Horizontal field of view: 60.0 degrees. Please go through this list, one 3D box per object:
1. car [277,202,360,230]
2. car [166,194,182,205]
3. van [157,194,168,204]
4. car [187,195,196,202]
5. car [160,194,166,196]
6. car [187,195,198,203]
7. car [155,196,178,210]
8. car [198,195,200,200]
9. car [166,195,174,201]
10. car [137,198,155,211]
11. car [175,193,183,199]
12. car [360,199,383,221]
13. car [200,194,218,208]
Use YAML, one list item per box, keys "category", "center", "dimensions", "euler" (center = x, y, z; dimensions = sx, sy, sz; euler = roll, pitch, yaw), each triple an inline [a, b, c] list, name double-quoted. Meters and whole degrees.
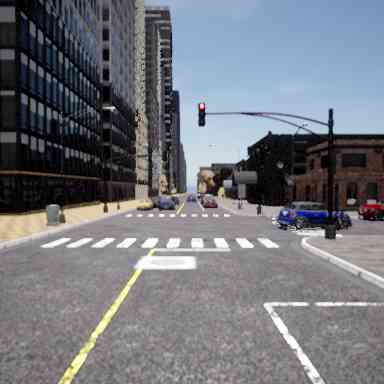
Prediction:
- category: "car"
  center: [7.940, 1.457, 21.454]
  dimensions: [4.553, 1.767, 2.097]
  euler: [1, 1, -14]
- category: "car"
  center: [-3.146, 1.514, 58.460]
  dimensions: [1.837, 1.490, 4.892]
  euler: [0, 0, 0]
- category: "van"
  center: [-5.750, 1.350, 64.674]
  dimensions: [1.690, 1.788, 3.998]
  euler: [-1, 0, 0]
- category: "car"
  center: [-0.095, 1.459, 79.037]
  dimensions: [2.128, 1.511, 4.902]
  euler: [0, 0, 0]
- category: "car"
  center: [-5.739, 1.574, 59.030]
  dimensions: [1.947, 1.339, 4.313]
  euler: [-1, 0, 0]
- category: "car"
  center: [-0.085, 1.365, 70.223]
  dimensions: [2.097, 1.767, 4.553]
  euler: [0, 0, 0]
- category: "car"
  center: [-3.148, 1.569, 41.925]
  dimensions: [1.994, 1.385, 4.181]
  euler: [0, 0, 0]
- category: "car"
  center: [2.604, 1.323, 58.985]
  dimensions: [2.192, 1.841, 5.009]
  euler: [-1, 0, 0]
- category: "car"
  center: [-5.774, 1.540, 87.080]
  dimensions: [1.752, 1.417, 4.829]
  euler: [-1, 0, 0]
- category: "car"
  center: [-5.890, 1.530, 41.928]
  dimensions: [1.752, 1.417, 4.829]
  euler: [-1, 0, 0]
- category: "car"
  center: [-3.089, 0.981, 74.046]
  dimensions: [2.097, 1.767, 4.553]
  euler: [0, 0, 0]
- category: "car"
  center: [16.493, 1.425, 27.425]
  dimensions: [5.009, 1.841, 2.192]
  euler: [1, 0, 1]
- category: "car"
  center: [2.619, 1.446, 47.697]
  dimensions: [1.967, 1.590, 4.097]
  euler: [-1, 0, 0]
